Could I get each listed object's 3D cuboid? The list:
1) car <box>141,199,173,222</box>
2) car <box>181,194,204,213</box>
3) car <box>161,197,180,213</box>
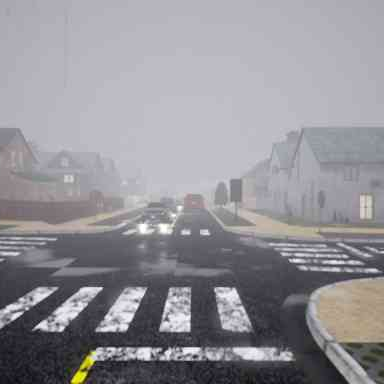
[{"bbox_3d":[-2.772,1.516,26.036,1.812,1.442,4.674,0,0,0],"label":"car"},{"bbox_3d":[0.211,1.204,37.486,2.150,2.045,5.566,0,0,0],"label":"car"},{"bbox_3d":[-2.737,1.335,36.659,2.097,1.767,4.553,0,0,0],"label":"car"}]
